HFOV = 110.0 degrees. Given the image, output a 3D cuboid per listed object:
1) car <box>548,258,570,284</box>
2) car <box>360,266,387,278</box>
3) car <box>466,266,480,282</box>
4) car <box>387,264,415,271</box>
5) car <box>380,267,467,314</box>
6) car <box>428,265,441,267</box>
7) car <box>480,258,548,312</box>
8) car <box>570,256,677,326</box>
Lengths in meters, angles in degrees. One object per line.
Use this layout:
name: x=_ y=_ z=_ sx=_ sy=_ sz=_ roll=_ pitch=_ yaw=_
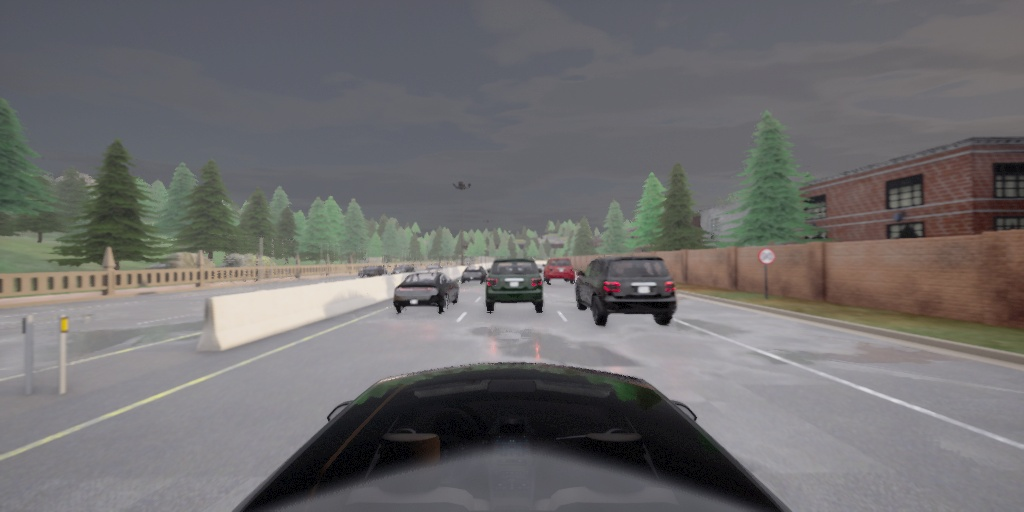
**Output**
car: x=3.805 y=1.232 z=29.984 sx=2.150 sy=2.045 sz=5.566 roll=-1 pitch=-1 yaw=1
car: x=-17.168 y=1.912 z=44.806 sx=2.033 sy=1.411 sz=5.357 roll=-1 pitch=-1 yaw=1
car: x=-3.178 y=1.580 z=31.045 sx=2.128 sy=1.511 sz=4.902 roll=-1 pitch=-1 yaw=1
car: x=-13.653 y=1.831 z=45.565 sx=2.128 sy=1.511 sz=4.902 roll=-1 pitch=-1 yaw=1
car: x=-3.381 y=1.412 z=14.885 sx=2.128 sy=1.511 sz=4.902 roll=-1 pitch=-1 yaw=1
car: x=-10.135 y=1.843 z=46.635 sx=1.812 sy=1.442 sz=4.674 roll=-1 pitch=-1 yaw=1
car: x=0.116 y=1.110 z=15.138 sx=2.150 sy=2.045 sz=5.566 roll=-1 pitch=-1 yaw=1
car: x=3.572 y=1.044 z=12.230 sx=2.150 sy=2.045 sz=5.566 roll=-1 pitch=-1 yaw=1
